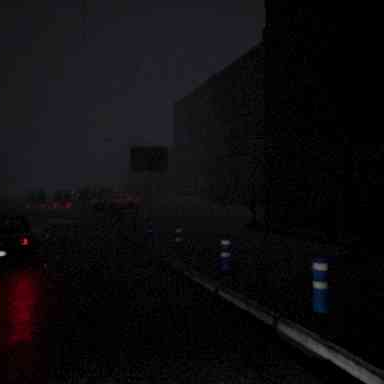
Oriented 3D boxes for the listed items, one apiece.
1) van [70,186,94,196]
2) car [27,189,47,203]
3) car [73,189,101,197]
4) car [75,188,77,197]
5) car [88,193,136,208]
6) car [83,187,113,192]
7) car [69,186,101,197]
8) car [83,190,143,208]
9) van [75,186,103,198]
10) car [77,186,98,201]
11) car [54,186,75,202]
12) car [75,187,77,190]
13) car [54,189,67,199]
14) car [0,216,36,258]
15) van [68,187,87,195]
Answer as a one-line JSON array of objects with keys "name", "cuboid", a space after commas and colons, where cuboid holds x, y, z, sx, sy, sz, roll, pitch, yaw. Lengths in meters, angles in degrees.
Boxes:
[{"name": "van", "cuboid": [-22.620, -0.145, 68.423, 4.442, 1.987, 1.878, 0, 1, -23]}, {"name": "car", "cuboid": [-19.657, 0.375, 42.294, 2.097, 1.767, 4.553, 0, 1, -23]}, {"name": "car", "cuboid": [-19.284, 0.228, 60.859, 4.674, 1.452, 2.002, 0, 1, -23]}, {"name": "car", "cuboid": [-13.903, 0.440, 48.174, 4.892, 1.521, 2.231, 0, 1, -23]}, {"name": "car", "cuboid": [-8.530, 0.821, 35.492, 4.674, 1.452, 2.002, 0, 1, -23]}, {"name": "car", "cuboid": [-9.636, 0.579, 38.010, 4.553, 1.767, 2.185, 0, 1, -23]}, {"name": "car", "cuboid": [-20.388, -0.103, 63.383, 5.566, 2.045, 2.435, 0, 1, -23]}, {"name": "car", "cuboid": [-7.628, 0.856, 32.879, 5.366, 1.575, 1.946, 0, 2, -23]}, {"name": "van", "cuboid": [-18.055, 0.007, 58.250, 4.442, 1.987, 1.878, 0, 1, -23]}, {"name": "car", "cuboid": [-10.653, 0.382, 40.567, 5.566, 2.045, 2.435, 0, 1, -23]}, {"name": "car", "cuboid": [-16.796, 0.384, 43.226, 2.097, 1.767, 4.553, 0, 1, -22]}, {"name": "car", "cuboid": [-14.978, 0.383, 50.712, 4.892, 1.521, 2.231, 0, 1, -23]}, {"name": "car", "cuboid": [-20.799, 0.327, 52.536, 1.837, 1.490, 4.892, 0, 1, -23]}, {"name": "car", "cuboid": [-6.669, 1.505, 11.827, 1.895, 1.301, 4.718, 0, 1, -27]}, {"name": "van", "cuboid": [-28.862, -0.347, 83.745, 4.442, 1.987, 1.878, 0, 1, -23]}]
